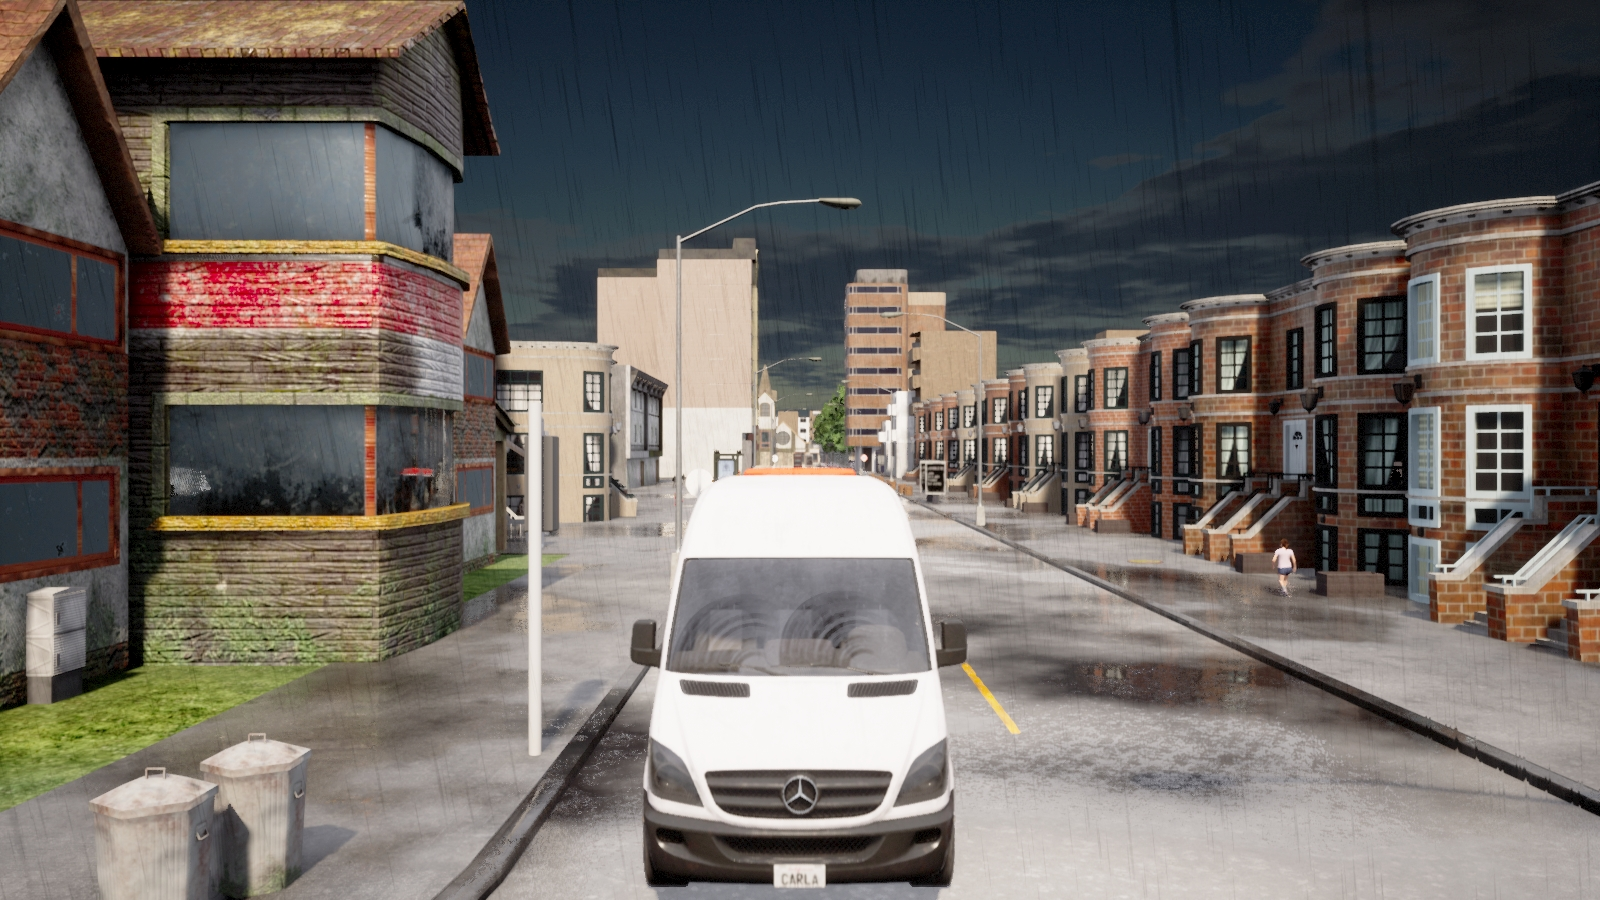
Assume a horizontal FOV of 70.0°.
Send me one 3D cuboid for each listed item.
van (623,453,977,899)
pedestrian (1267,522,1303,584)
[{"bbox_3d":[-0.003,1.315,9.380,1.988,2.561,5.915,0,0,0],"label":"van"},{"bbox_3d":[9.008,1.905,21.217,0.500,1.100,0.500,0,0,7],"label":"pedestrian"}]
